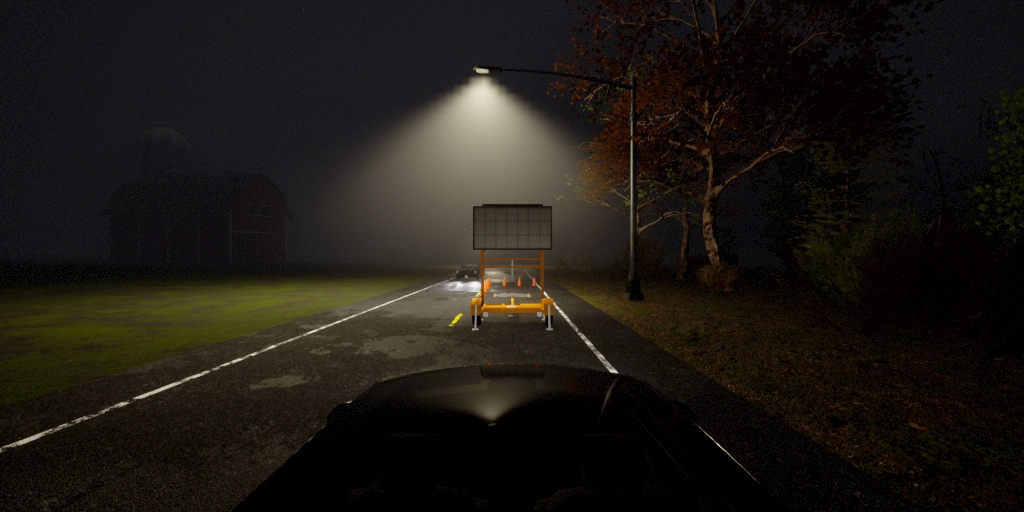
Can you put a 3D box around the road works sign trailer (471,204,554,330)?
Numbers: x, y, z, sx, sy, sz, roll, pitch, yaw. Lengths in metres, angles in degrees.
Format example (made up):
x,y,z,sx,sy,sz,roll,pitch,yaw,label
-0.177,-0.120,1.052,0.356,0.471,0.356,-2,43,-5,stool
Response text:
x,y,z,sx,sy,sz,roll,pitch,yaw,label
0.012,0.212,11.053,2.380,3.560,2.880,0,0,0,road works sign trailer

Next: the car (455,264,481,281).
x,y,z,sx,sy,sz,roll,pitch,yaw,label
-3.604,1.340,30.488,1.895,1.301,4.718,0,0,0,car
